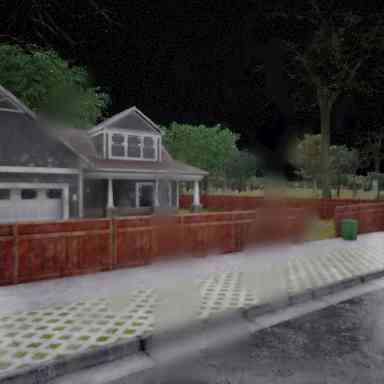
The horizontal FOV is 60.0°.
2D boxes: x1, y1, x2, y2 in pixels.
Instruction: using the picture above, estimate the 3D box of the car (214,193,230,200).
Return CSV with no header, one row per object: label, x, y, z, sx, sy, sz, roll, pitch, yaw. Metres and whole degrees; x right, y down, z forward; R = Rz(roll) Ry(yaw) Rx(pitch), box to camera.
car,4.332,0.962,42.740,1.882,1.535,5.008,0,1,-36
